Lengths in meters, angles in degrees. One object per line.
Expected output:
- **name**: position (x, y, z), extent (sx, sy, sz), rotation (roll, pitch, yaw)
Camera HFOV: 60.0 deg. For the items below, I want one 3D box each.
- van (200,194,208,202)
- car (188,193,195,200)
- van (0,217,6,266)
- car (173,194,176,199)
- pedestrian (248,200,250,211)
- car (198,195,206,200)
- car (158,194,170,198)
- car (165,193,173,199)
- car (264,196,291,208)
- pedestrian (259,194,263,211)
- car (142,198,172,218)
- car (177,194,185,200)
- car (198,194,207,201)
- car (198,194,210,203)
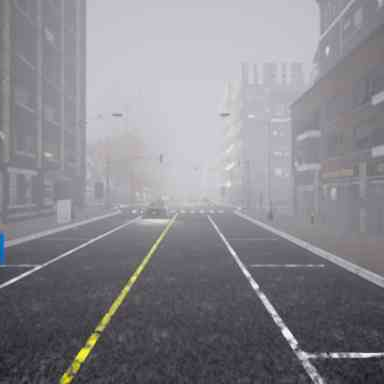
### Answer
- **van**: position (2.681, 1.239, 73.321), extent (1.690, 1.788, 3.998), rotation (0, 0, 0)
- **car**: position (-0.014, 1.357, 87.444), extent (2.033, 1.411, 5.357), rotation (0, 0, 0)
- **van**: position (-5.686, 1.325, 7.008), extent (1.690, 1.788, 3.998), rotation (0, 0, 0)
- **car**: position (-5.701, 1.211, 78.950), extent (2.192, 1.841, 5.009), rotation (0, 0, 0)
- **pedestrian**: position (6.129, 1.072, 35.732), extent (0.375, 1.860, 0.375), rotation (0, 0, 0)
- **car**: position (2.677, 1.446, 90.211), extent (2.008, 1.369, 4.403), rotation (0, 0, 0)
- **car**: position (-5.698, 1.470, 62.058), extent (1.947, 1.339, 4.313), rotation (0, 0, 0)
- **car**: position (-5.700, 1.423, 73.150), extent (1.752, 1.417, 4.829), rotation (0, 0, 0)
- **car**: position (13.458, 1.514, 49.740), extent (5.009, 1.841, 2.192), rotation (1, -1, -1)
- **pedestrian**: position (7.129, 1.091, 34.532), extent (0.375, 1.860, 0.375), rotation (0, 0, 0)
- **car**: position (-3.055, 1.507, 28.827), extent (1.994, 1.385, 4.181), rotation (0, 0, 0)
- **car**: position (-3.016, 1.364, 92.475), extent (1.812, 1.442, 4.674), rotation (0, 0, 0)
- **car**: position (2.678, 1.335, 84.581), extent (1.967, 1.590, 4.097), rotation (0, 0, 0)
- **car**: position (2.681, 1.445, 67.690), extent (1.887, 1.381, 4.507), rotation (0, 0, 0)
